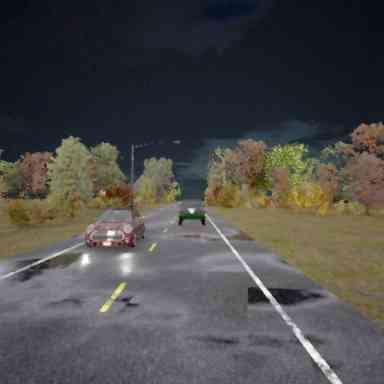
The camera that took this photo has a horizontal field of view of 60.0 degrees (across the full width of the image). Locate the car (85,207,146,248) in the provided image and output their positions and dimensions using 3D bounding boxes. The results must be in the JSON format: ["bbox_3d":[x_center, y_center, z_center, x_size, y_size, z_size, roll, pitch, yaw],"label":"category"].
[{"bbox_3d":[-3.504,1.574,15.931,2.097,1.767,4.553,0,-1,0],"label":"car"}]

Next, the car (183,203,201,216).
[{"bbox_3d":[0.034,2.149,42.168,2.033,1.411,5.357,0,-1,1],"label":"car"}]

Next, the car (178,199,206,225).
[{"bbox_3d":[-0.002,1.619,28.140,2.150,2.045,5.566,0,-1,0],"label":"car"}]
